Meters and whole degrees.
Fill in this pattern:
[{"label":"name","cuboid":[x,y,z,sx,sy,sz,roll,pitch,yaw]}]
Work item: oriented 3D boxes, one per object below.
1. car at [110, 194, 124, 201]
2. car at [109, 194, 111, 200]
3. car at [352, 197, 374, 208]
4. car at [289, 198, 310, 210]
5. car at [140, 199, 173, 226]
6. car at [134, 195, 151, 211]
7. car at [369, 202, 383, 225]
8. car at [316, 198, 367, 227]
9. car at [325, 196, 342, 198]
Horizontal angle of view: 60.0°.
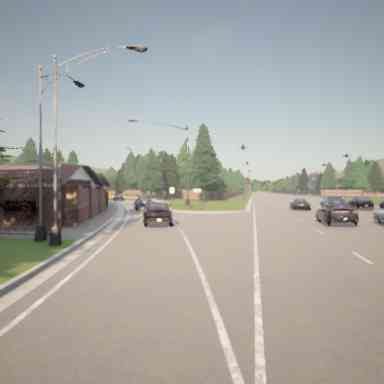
[{"label":"car","cuboid":[-16.512,1.363,74.867,1.812,1.442,4.674,0,0,-23]},{"label":"car","cuboid":[-20.477,1.143,84.184,1.882,1.535,5.008,0,0,-25]},{"label":"car","cuboid":[19.906,1.329,39.472,1.882,1.535,5.008,0,0,10]},{"label":"car","cuboid":[12.823,1.432,39.655,1.994,1.385,4.181,0,0,10]},{"label":"car","cuboid":[-2.395,1.452,22.691,1.837,1.490,4.892,0,0,-9]},{"label":"car","cuboid":[-5.801,1.263,39.934,2.097,1.767,4.553,0,0,-12]},{"label":"car","cuboid":[12.822,1.518,20.311,1.895,1.301,4.718,0,0,10]},{"label":"car","cuboid":[9.624,1.411,22.280,2.128,1.511,4.902,0,0,10]},{"label":"car","cuboid":[16.119,1.216,38.236,2.097,1.767,4.553,0,0,10]}]
